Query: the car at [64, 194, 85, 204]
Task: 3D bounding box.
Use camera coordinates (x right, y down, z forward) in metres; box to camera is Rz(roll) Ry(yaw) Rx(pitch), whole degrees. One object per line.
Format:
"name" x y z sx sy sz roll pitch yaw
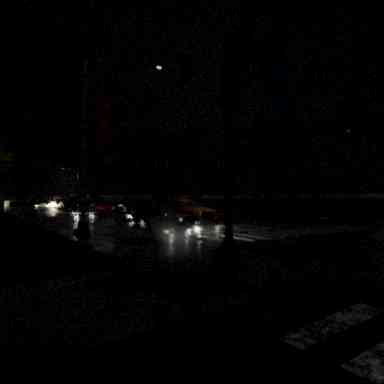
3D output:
"car" -20.341 1.196 57.310 2.128 1.511 4.902 1 -1 -36

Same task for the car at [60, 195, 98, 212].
"car" -11.538 1.174 33.796 1.837 1.490 4.892 1 0 -36

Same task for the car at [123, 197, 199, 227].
"car" -2.052 1.263 20.614 2.128 1.511 4.902 1 0 -36

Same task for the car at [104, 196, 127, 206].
"car" -11.836 1.340 51.149 1.994 1.385 4.181 1 -1 -36

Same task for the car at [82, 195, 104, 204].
"car" -17.705 1.312 59.208 2.033 1.411 5.357 1 -1 -36

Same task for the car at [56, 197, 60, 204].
"car" -18.723 1.196 49.463 2.033 1.411 5.357 1 -1 -35

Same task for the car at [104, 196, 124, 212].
"car" -6.242 1.250 31.998 2.128 1.511 4.902 1 -1 -36

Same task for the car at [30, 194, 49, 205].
"car" -22.671 1.143 49.422 1.837 1.490 4.892 1 -1 -36

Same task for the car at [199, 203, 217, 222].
"car" -0.290 1.299 23.729 1.882 1.535 5.008 1 0 -36

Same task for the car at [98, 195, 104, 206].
"car" -14.221 1.223 48.880 1.837 1.490 4.892 1 0 -35
